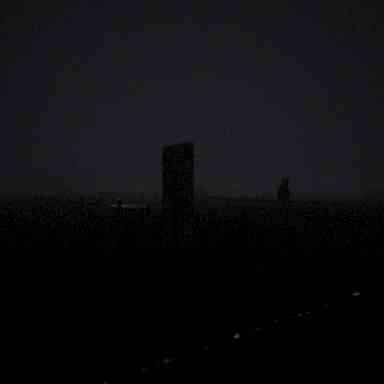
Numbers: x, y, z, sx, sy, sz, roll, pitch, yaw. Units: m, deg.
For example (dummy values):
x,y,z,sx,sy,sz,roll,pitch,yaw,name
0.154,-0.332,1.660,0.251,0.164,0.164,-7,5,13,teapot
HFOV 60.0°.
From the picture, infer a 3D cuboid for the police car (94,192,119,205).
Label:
x,y,z,sx,sy,sz,roll,pitch,yaw,name
-11.062,0.798,43.052,2.038,1.542,4.974,0,1,-36,police car
